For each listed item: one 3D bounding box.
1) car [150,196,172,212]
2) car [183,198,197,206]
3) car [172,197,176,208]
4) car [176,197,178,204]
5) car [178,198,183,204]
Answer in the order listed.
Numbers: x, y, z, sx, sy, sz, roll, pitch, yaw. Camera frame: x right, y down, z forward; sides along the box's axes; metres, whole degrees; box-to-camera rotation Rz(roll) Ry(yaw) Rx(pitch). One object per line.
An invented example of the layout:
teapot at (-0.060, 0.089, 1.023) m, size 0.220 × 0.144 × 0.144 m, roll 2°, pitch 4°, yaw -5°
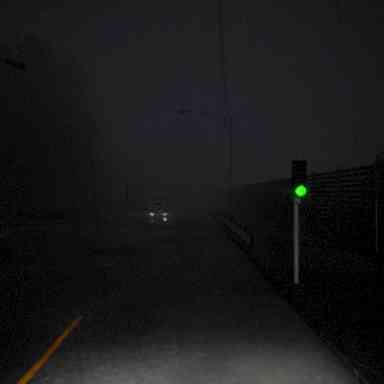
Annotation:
car at (-4.179, 1.516, 43.434) m, size 2.150 × 2.045 × 5.566 m, roll 0°, pitch 0°, yaw 0°
car at (-0.235, 1.981, 67.163) m, size 1.812 × 1.442 × 4.674 m, roll 0°, pitch 0°, yaw -5°
car at (-4.186, 1.713, 53.284) m, size 2.097 × 1.767 × 4.553 m, roll 0°, pitch 0°, yaw 0°
car at (-4.151, 1.956, 63.476) m, size 1.812 × 1.442 × 4.674 m, roll 0°, pitch 0°, yaw 0°
car at (-3.854, 2.019, 76.531) m, size 4.892 × 1.490 × 1.837 m, roll 0°, pitch -1°, yaw 40°
